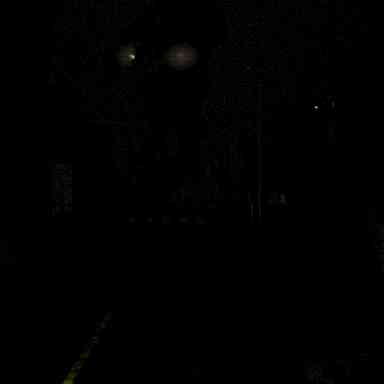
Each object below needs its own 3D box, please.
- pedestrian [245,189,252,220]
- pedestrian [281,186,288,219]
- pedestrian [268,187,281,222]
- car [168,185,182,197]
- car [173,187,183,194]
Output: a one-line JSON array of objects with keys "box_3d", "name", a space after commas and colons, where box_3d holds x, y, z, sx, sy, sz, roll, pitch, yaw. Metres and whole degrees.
[{"box_3d": [3.238, 0.687, 18.968, 0.375, 1.860, 0.375, 1, 0, -1], "name": "pedestrian"}, {"box_3d": [5.074, 0.550, 18.384, 0.375, 1.860, 0.375, 1, 0, -1], "name": "pedestrian"}, {"box_3d": [4.354, 0.658, 17.778, 0.375, 1.860, 0.375, 1, 0, -1], "name": "pedestrian"}, {"box_3d": [-3.029, -0.226, 59.764, 2.150, 2.045, 5.566, 0, 2, 0], "name": "car"}, {"box_3d": [-3.136, -0.352, 75.322, 1.882, 1.535, 5.008, 0, 1, -1], "name": "car"}]
